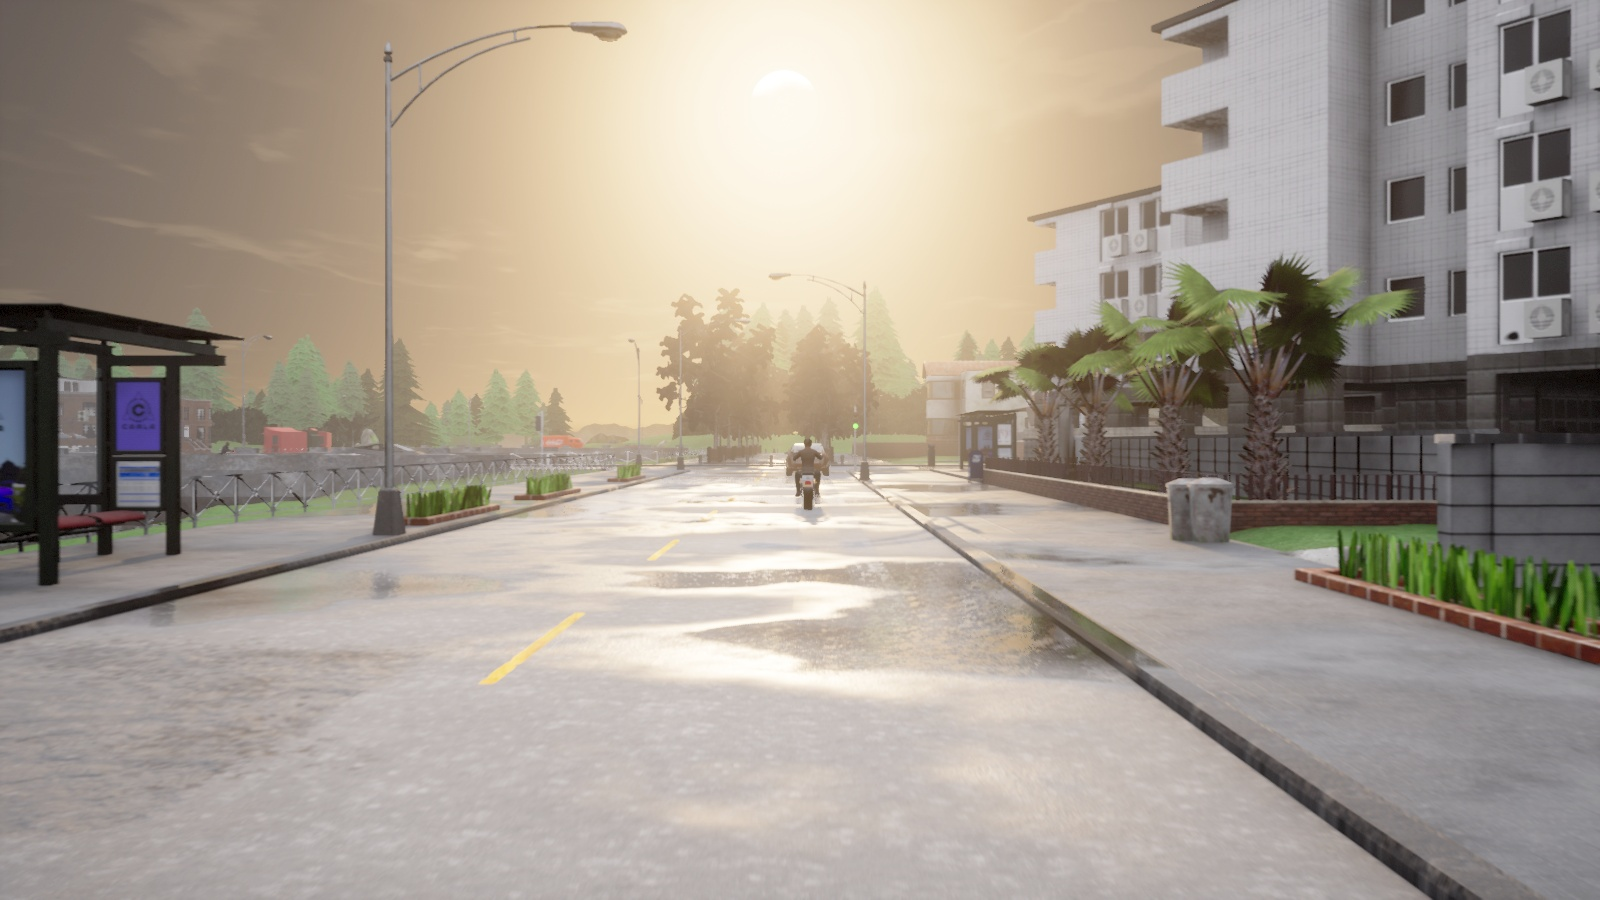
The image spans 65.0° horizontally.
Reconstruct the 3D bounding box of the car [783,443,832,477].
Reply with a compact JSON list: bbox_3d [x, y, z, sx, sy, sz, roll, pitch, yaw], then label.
[{"bbox_3d":[0.349,0.419,58.154,2.163,1.488,4.792,0,0,0],"label":"car"}]

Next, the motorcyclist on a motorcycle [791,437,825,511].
[{"bbox_3d":[0.182,0.533,29.048,0.766,1.649,2.350,0,0,0],"label":"motorcyclist on a motorcycle"}]

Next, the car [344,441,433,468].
[{"bbox_3d":[-23.965,0.261,73.217,4.514,1.525,2.007,0,0,2],"label":"car"}]
